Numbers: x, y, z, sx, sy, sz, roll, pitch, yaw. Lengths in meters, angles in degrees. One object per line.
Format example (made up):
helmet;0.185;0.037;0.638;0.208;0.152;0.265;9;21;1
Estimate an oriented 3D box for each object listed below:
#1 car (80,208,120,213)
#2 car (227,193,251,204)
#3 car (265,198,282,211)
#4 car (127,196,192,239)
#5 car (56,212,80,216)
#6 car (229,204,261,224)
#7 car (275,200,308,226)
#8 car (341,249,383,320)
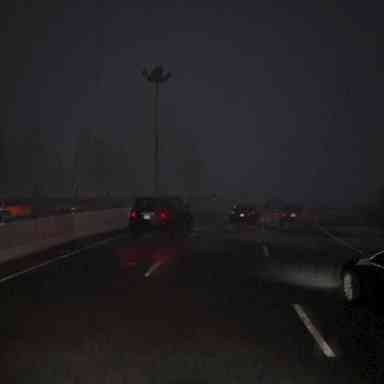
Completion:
car;-6.606;1.489;26.620;1.812;1.442;4.674;0;0;16
car;9.365;1.226;65.287;2.150;2.045;5.566;0;0;39
car;10.232;1.495;40.493;2.128;1.511;4.902;0;0;27
car;-1.470;1.206;17.409;2.150;2.045;5.566;0;0;11
car;-9.630;1.305;28.659;2.097;1.767;4.553;0;0;17
car;4.018;1.559;24.823;1.994;1.385;4.181;0;0;16
car;7.278;1.553;23.876;2.033;1.411;5.357;0;0;17
car;3.923;1.513;5.067;1.837;1.490;4.892;0;0;4
